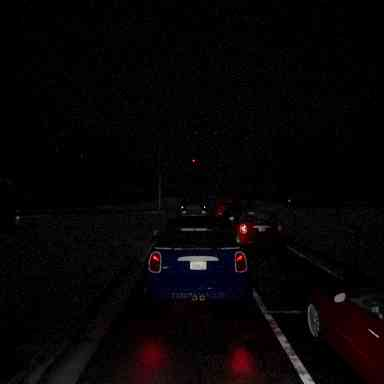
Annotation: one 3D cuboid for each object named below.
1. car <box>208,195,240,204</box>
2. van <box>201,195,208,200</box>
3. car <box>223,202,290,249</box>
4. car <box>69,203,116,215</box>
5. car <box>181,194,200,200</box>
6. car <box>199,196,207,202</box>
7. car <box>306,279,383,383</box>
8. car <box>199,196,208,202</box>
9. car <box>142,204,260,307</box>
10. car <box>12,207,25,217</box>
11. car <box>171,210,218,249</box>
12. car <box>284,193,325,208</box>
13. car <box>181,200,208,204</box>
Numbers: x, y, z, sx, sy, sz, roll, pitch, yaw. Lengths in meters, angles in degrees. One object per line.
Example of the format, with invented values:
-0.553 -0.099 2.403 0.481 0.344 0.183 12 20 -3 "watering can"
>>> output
2.644 1.322 25.236 2.192 1.841 5.009 -1 0 0 "car"
2.662 1.379 51.598 1.690 1.788 3.998 -1 0 0 "van"
2.638 1.440 14.431 1.967 1.590 4.097 -1 0 0 "car"
-10.986 1.893 36.977 4.718 1.301 1.895 -2 1 0 "car"
-0.402 1.258 51.155 2.150 2.045 5.566 0 0 5 "car"
2.688 1.659 84.036 1.887 1.381 4.507 -1 0 0 "car"
2.632 1.581 3.626 1.802 1.307 4.206 -1 0 0 "car"
2.685 1.650 78.629 2.008 1.369 4.403 -1 0 0 "car"
0.075 1.351 8.159 2.097 1.767 4.553 0 0 -1 "car"
-21.112 2.113 36.993 4.674 1.442 1.812 -2 1 0 "car"
0.106 1.602 15.517 1.895 1.301 4.718 0 0 0 "car"
13.429 0.981 39.944 4.553 1.767 2.097 -1 1 1 "car"
0.120 1.571 25.529 1.994 1.385 4.181 0 0 -1 "car"
